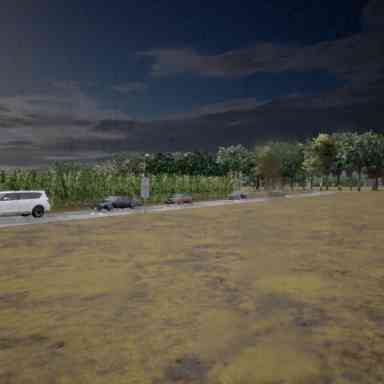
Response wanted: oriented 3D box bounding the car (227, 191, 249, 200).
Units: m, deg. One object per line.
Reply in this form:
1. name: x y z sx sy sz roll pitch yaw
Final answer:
1. car: 7.503 0.554 53.577 1.837 1.490 4.892 0 1 35

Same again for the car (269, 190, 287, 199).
1. car: 15.457 0.344 59.900 1.882 1.535 5.008 0 1 35

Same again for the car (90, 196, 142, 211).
1. car: -7.329 1.067 32.704 2.033 1.411 5.357 0 1 35

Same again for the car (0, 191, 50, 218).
1. car: -13.248 0.933 24.309 2.150 2.045 5.566 0 1 35

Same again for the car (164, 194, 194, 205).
1. car: -1.512 0.896 40.935 1.994 1.385 4.181 0 1 35
